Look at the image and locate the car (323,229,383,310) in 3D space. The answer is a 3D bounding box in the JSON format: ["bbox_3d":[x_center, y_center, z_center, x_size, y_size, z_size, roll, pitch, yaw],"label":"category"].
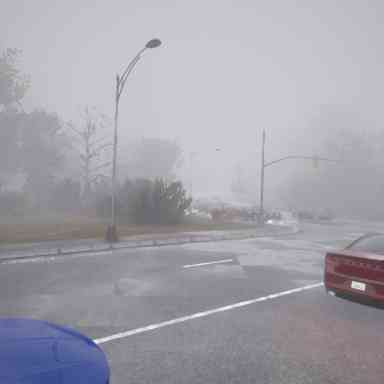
[{"bbox_3d":[4.969,1.555,7.324,5.008,1.535,1.882,1,-1,-35],"label":"car"}]

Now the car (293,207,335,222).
[{"bbox_3d":[12.881,2.375,35.533,2.128,1.511,4.902,3,-1,-25],"label":"car"}]

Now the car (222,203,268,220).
[{"bbox_3d":[5.418,2.170,34.592,1.895,1.301,4.718,3,-1,-23],"label":"car"}]

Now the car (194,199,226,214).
[{"bbox_3d":[2.260,2.035,42.791,1.994,1.385,4.181,3,0,-19],"label":"car"}]

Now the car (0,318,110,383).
[{"bbox_3d":[-2.889,1.478,1.681,5.008,1.535,1.882,0,0,-36],"label":"car"}]

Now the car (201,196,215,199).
[{"bbox_3d":[1.916,1.730,56.505,1.837,1.490,4.892,2,2,-12],"label":"car"}]

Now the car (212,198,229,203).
[{"bbox_3d":[4.631,2.104,46.478,2.033,1.411,5.357,3,1,-18],"label":"car"}]

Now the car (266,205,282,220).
[{"bbox_3d":[8.107,2.215,37.267,1.837,1.490,4.892,3,-1,-21],"label":"car"}]

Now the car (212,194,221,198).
[{"bbox_3d":[5.863,1.106,79.152,2.033,1.411,5.357,2,2,-1],"label":"car"}]

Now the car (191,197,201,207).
[{"bbox_3d":[-0.651,1.703,52.351,2.128,1.511,4.902,2,1,-15],"label":"car"}]
